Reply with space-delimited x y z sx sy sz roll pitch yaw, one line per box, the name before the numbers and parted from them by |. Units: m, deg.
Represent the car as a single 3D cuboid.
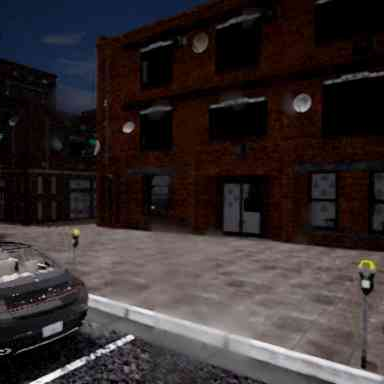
car | -3.576 1.522 5.537 4.403 1.369 2.008 0 1 35
